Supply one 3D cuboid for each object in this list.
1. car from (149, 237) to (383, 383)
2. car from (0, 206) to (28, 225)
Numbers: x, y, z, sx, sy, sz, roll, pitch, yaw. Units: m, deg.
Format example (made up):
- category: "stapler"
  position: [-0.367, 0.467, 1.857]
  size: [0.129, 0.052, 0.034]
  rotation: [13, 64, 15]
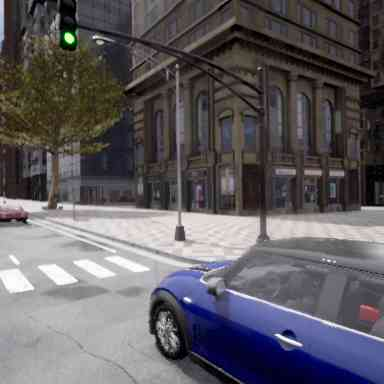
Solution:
- category: "car"
  position: [1.317, 1.331, 3.889]
  size: [2.097, 1.767, 4.553]
  rotation: [-1, 0, -36]
- category: "car"
  position: [-13.424, 1.641, 24.406]
  size: [1.895, 1.301, 4.718]
  rotation: [-1, 0, -35]
